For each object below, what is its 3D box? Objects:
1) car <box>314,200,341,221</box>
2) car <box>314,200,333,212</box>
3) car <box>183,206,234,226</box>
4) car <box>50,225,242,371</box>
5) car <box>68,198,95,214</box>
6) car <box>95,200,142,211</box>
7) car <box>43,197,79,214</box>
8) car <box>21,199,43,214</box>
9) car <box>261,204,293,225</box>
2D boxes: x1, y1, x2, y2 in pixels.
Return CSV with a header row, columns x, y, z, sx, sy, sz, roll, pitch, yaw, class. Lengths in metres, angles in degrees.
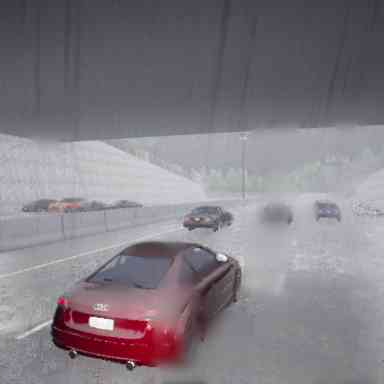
x,y,z,sx,sy,sz,roll,pitch,yaw,class
11.117,1.546,27.359,2.033,1.411,5.357,0,0,20,car
15.486,1.599,39.386,1.895,1.301,4.718,0,0,20,car
1.140,1.547,20.393,2.033,1.411,5.357,0,0,20,car
-0.409,1.564,5.918,1.994,1.385,4.181,0,0,20,car
-9.602,1.562,32.407,1.994,1.385,4.181,0,0,20,car
-6.395,1.490,30.987,2.128,1.511,4.902,0,0,20,car
-12.614,1.350,34.365,2.097,1.767,4.553,0,0,20,car
-15.876,1.503,35.637,1.837,1.490,4.892,0,0,20,car
6.303,1.563,24.359,1.994,1.385,4.181,0,0,20,car
